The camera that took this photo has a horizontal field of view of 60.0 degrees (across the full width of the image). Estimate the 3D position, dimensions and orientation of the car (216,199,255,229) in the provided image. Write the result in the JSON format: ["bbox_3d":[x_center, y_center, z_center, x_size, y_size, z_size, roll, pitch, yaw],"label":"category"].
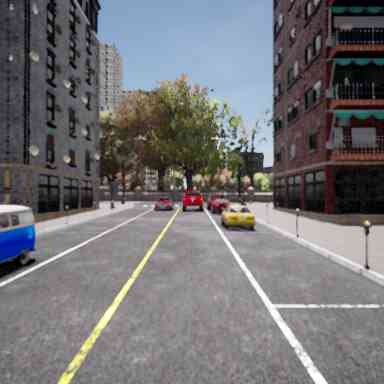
[{"bbox_3d":[2.705,1.372,20.264,1.752,1.417,4.829,1,0,0],"label":"car"}]

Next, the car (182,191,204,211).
[{"bbox_3d":[0.094,0.941,36.464,2.150,2.045,5.566,0,0,0],"label":"car"}]

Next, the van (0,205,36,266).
[{"bbox_3d":[-5.640,1.275,8.639,1.690,1.788,3.998,1,0,0],"label":"van"}]

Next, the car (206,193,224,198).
[{"bbox_3d":[2.710,1.035,37.181,2.192,1.841,5.009,1,0,0],"label":"car"}]

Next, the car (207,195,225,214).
[{"bbox_3d":[2.706,1.308,31.487,1.887,1.381,4.507,1,0,0],"label":"car"}]

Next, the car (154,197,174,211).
[{"bbox_3d":[-3.001,1.253,36.405,1.812,1.442,4.674,0,0,0],"label":"car"}]
